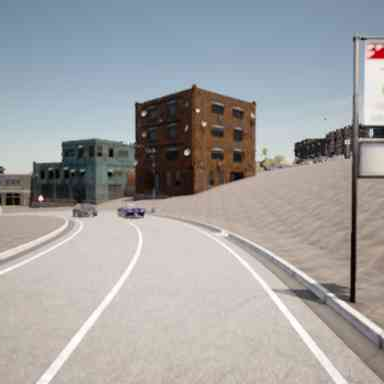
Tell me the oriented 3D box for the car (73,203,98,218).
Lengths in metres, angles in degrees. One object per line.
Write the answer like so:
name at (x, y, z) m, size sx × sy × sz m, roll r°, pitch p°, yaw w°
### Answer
car at (-11.483, 1.949, 35.625) m, size 1.837 × 1.490 × 4.892 m, roll 0°, pitch -2°, yaw -31°

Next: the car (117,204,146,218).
car at (-6.284, 1.886, 33.750) m, size 1.895 × 1.301 × 4.718 m, roll -1°, pitch -1°, yaw -25°

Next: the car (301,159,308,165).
car at (21.143, -5.118, 59.530) m, size 2.185 × 1.767 × 4.553 m, roll 0°, pitch 1°, yaw -1°

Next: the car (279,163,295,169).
car at (20.905, -5.213, 70.545) m, size 2.231 × 1.521 × 4.892 m, roll 0°, pitch 1°, yaw -1°

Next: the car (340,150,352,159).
car at (21.503, -4.758, 42.848) m, size 2.185 × 1.767 × 4.553 m, roll 0°, pitch 1°, yaw -1°

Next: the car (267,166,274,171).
car at (20.668, -5.376, 81.582) m, size 2.002 × 1.452 × 4.674 m, roll 0°, pitch 1°, yaw -1°

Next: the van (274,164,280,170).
van at (20.789, -5.541, 75.936) m, size 1.878 × 1.987 × 4.442 m, roll 0°, pitch 1°, yaw -1°

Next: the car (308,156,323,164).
car at (21.262, -5.002, 54.012) m, size 2.185 × 1.767 × 4.553 m, roll 0°, pitch 1°, yaw -1°

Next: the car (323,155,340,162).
car at (21.385, -4.712, 48.342) m, size 2.002 × 1.452 × 4.674 m, roll 0°, pitch 1°, yaw -1°

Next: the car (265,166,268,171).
car at (20.549, -5.759, 87.062) m, size 2.435 × 2.045 × 5.566 m, roll 0°, pitch 1°, yaw -1°
